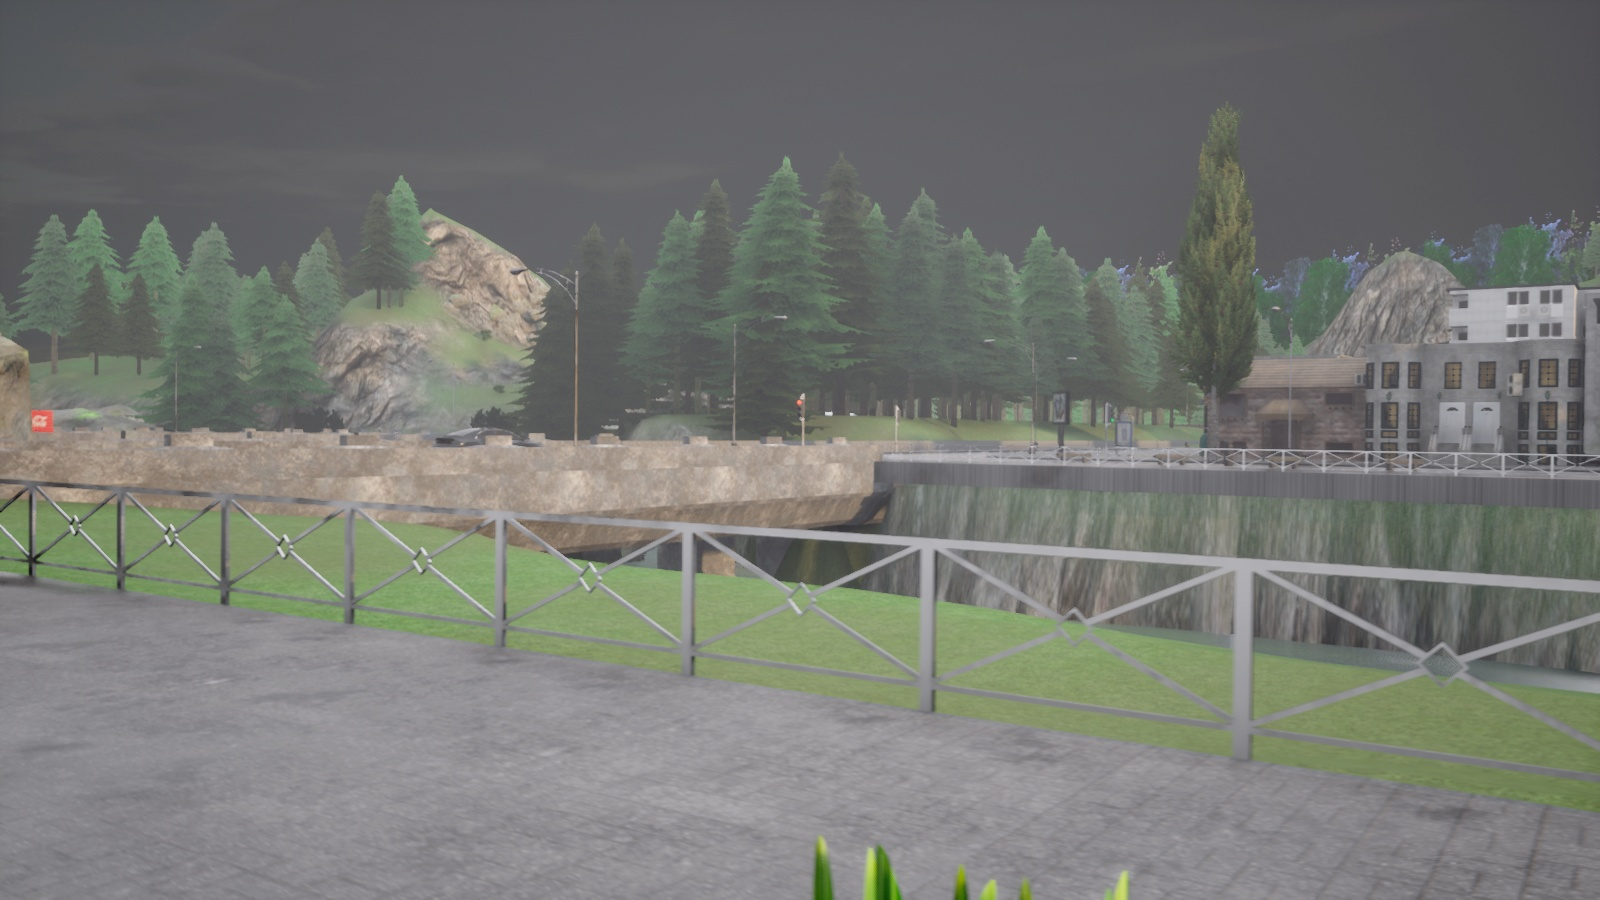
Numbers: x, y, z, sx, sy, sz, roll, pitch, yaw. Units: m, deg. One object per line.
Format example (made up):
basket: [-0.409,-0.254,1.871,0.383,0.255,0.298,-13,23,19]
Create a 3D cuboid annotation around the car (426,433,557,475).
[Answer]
car: [-11.697,0.128,47.955,1.837,1.490,4.892,0,1,34]
